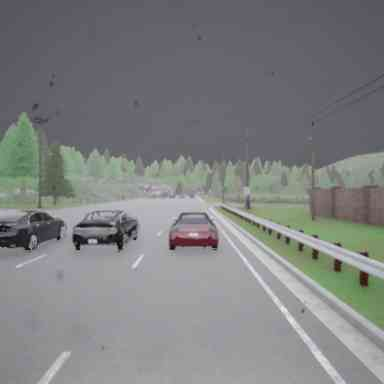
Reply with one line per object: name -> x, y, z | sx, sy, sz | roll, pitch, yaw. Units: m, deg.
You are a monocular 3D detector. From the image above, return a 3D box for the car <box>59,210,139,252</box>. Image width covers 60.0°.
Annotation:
car -> -3.430, 1.498, 13.966 | 2.128, 1.511, 4.902 | 0, 0, 0

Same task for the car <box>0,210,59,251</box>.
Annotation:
car -> -6.929, 1.512, 14.012 | 1.837, 1.490, 4.892 | 0, 0, 0

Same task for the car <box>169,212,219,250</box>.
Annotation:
car -> 0.072, 1.570, 14.468 | 1.994, 1.385, 4.181 | 0, 0, 0
